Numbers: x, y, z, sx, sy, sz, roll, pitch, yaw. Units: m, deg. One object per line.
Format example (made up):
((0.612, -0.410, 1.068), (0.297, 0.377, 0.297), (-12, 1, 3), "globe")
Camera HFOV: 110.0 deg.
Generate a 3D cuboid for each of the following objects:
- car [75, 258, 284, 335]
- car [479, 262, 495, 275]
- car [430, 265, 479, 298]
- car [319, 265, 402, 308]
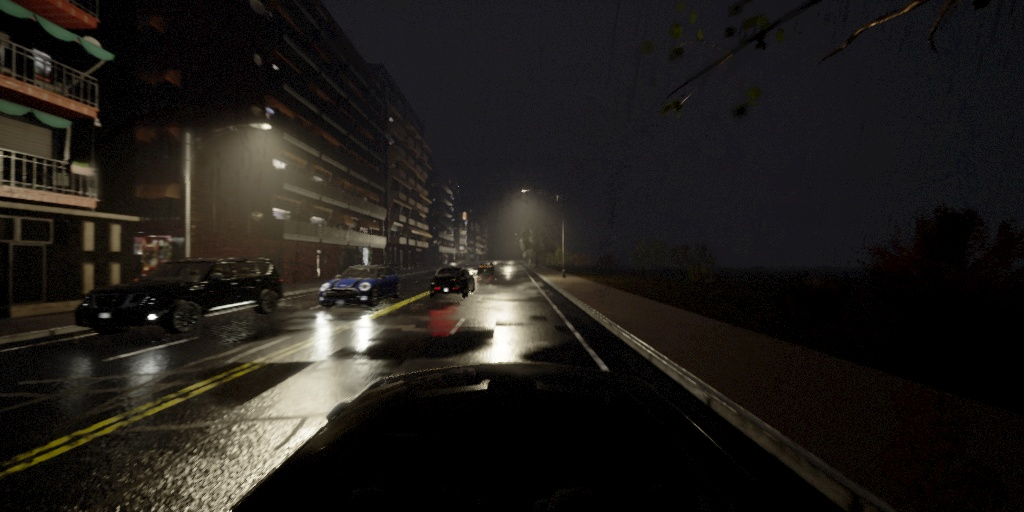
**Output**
((-9.813, 1.086, 11.411), (2.150, 2.045, 5.566), (0, 0, 0), "car")
((-2.952, 1.389, 42.032), (2.128, 1.511, 4.902), (0, 0, 0), "car")
((-3.071, 1.335, 19.134), (1.837, 1.490, 4.892), (0, 0, 0), "car")
((-6.535, 1.202, 15.933), (2.097, 1.767, 4.553), (0, 0, 0), "car")
